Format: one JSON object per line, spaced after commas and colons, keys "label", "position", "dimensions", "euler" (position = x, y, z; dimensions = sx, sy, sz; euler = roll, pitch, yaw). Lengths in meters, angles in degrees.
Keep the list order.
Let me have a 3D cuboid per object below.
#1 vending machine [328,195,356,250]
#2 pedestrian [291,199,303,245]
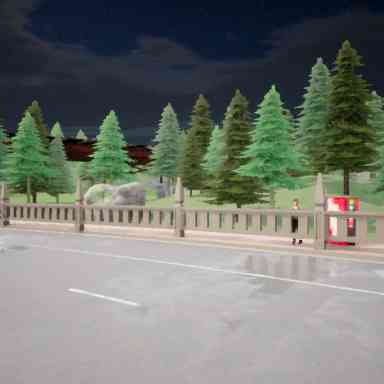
{"label": "vending machine", "position": [6.079, 1.195, 13.466], "dimensions": [0.880, 2.100, 1.100], "euler": [0, 0, 33]}
{"label": "pedestrian", "position": [4.079, 1.142, 12.998], "dimensions": [0.375, 1.860, 0.375], "euler": [0, 0, 33]}
